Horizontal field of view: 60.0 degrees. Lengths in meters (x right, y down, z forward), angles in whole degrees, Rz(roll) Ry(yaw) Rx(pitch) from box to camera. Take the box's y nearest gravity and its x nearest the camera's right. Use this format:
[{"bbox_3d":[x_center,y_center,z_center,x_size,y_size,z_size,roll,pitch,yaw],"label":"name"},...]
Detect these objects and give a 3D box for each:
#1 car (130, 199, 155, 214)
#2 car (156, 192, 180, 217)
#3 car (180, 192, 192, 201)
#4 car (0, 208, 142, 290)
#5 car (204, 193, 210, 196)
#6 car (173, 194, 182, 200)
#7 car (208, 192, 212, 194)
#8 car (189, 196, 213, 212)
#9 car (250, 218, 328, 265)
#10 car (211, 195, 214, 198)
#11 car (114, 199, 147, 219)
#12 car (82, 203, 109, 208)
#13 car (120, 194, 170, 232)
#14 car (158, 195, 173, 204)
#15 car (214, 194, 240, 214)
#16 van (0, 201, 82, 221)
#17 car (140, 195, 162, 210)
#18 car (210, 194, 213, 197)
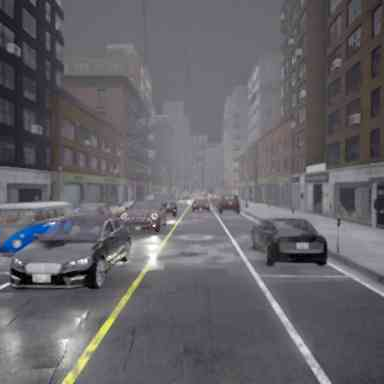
[{"bbox_3d":[-4.892,1.364,33.407,1.802,1.307,4.206,0,0,1],"label":"car"},{"bbox_3d":[-2.383,1.036,29.438,2.150,2.045,5.566,0,0,-1],"label":"car"},{"bbox_3d":[-1.285,1.122,71.413,1.837,1.490,4.892,0,0,1],"label":"car"},{"bbox_3d":[-2.914,1.420,9.005,2.128,1.511,4.902,0,0,1],"label":"car"},{"bbox_3d":[1.231,1.274,47.562,1.812,1.442,4.674,0,0,1],"label":"car"},{"bbox_3d":[-3.682,1.172,82.863,1.947,1.339,4.313,0,0,1],"label":"car"},{"bbox_3d":[4.302,1.153,60.673,1.967,1.590,4.097,0,0,1],"label":"car"},{"bbox_3d":[0.934,1.401,35.430,1.895,1.301,4.718,0,0,1],"label":"car"},{"bbox_3d":[3.093,1.509,11.218,1.947,1.339,4.313,0,0,1],"label":"car"},{"bbox_3d":[3.899,1.326,44.188,2.008,1.369,4.403,0,0,1],"label":"car"},{"bbox_3d":[-5.031,1.336,27.741,1.752,1.417,4.829,0,0,1],"label":"car"},{"bbox_3d":[-5.296,1.309,16.921,1.967,1.590,4.097,0,0,1],"label":"car"},{"bbox_3d":[-2.660,1.221,19.007,2.097,1.767,4.553,0,0,2],"label":"car"},{"bbox_3d":[-4.354,1.236,55.387,1.887,1.381,4.507,0,0,1],"label":"car"},{"bbox_3d":[3.630,1.139,33.197,2.192,1.841,5.009,0,0,1],"label":"car"},{"bbox_3d":[-5.430,1.242,11.425,1.690,1.788,3.998,0,0,1],"label":"van"},{"bbox_3d":[-4.758,1.197,38.902,1.967,1.590,4.097,0,0,1],"label":"car"},{"bbox_3d":[4.034,1.298,49.684,1.887,1.381,4.507,0,0,1],"label":"car"}]
